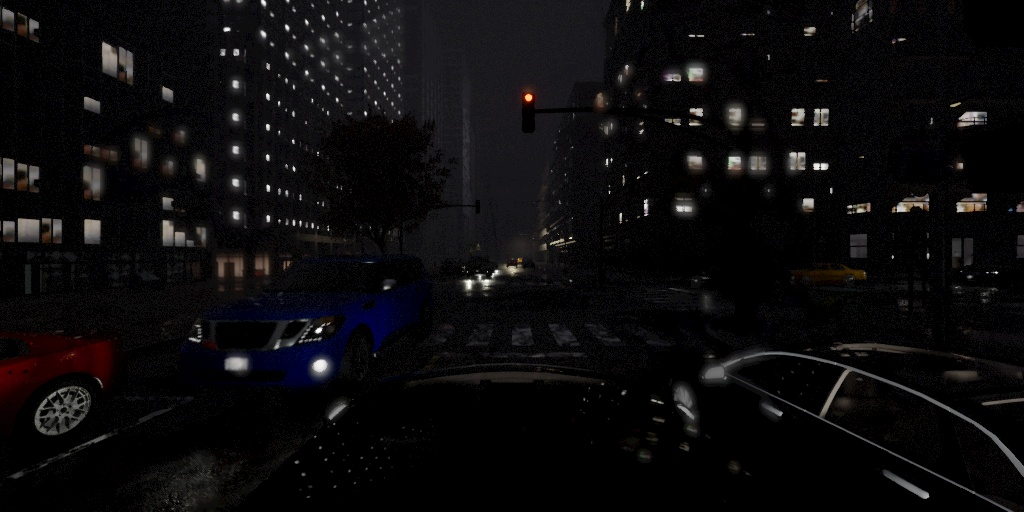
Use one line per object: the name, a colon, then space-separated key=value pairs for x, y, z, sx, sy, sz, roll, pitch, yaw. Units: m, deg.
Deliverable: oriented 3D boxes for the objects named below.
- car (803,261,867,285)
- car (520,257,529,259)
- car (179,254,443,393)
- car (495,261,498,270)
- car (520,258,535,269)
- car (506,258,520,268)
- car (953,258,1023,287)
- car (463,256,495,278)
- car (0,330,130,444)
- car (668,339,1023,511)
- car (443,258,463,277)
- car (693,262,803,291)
car: x=18.841 y=0.993 z=22.055 sx=4.829 sy=1.417 sz=1.751 roll=0 pitch=0 yaw=-1
car: x=2.719 y=1.316 z=62.763 sx=1.751 sy=1.417 sz=4.829 roll=0 pitch=0 yaw=0
car: x=-3.199 y=0.973 z=7.128 sx=2.150 sy=2.045 sz=5.566 roll=-1 pitch=0 yaw=3
car: x=-3.080 y=1.298 z=44.491 sx=1.812 sy=1.442 sz=4.674 roll=0 pitch=0 yaw=0
car: x=2.717 y=1.350 z=57.071 sx=1.948 sy=1.339 sz=4.313 roll=0 pitch=0 yaw=0
car: x=0.029 y=1.285 z=64.303 sx=2.128 sy=1.511 sz=4.902 roll=0 pitch=0 yaw=0
car: x=27.393 y=0.845 z=19.545 sx=4.902 sy=1.511 sz=2.128 roll=-1 pitch=0 yaw=-1
car: x=-3.084 y=0.986 z=34.609 sx=2.150 sy=2.045 sz=5.566 roll=0 pitch=0 yaw=0
car: x=-5.692 y=1.295 z=2.597 sx=1.888 sy=1.381 sz=4.507 roll=0 pitch=0 yaw=0
car: x=2.689 y=1.300 z=2.592 sx=2.007 sy=1.370 sz=4.403 roll=0 pitch=0 yaw=0
car: x=-5.676 y=1.079 z=34.984 sx=2.192 sy=1.841 sz=5.009 roll=0 pitch=0 yaw=0
car: x=12.466 y=1.064 z=19.488 sx=4.892 sy=1.490 sz=1.837 roll=-1 pitch=0 yaw=2
